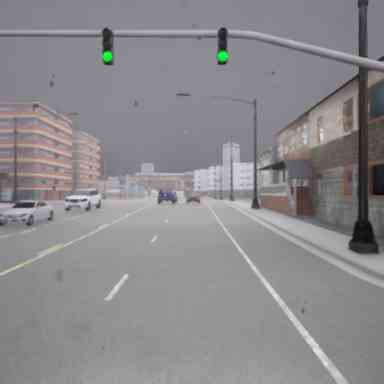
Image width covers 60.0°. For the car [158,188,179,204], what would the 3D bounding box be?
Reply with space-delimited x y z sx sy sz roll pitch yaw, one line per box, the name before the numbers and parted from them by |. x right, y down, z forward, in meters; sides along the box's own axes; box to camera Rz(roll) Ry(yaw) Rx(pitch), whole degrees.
car | -3.325 0.533 44.418 2.150 2.045 5.566 0 0 0

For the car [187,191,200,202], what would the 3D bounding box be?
car | 0.217 0.711 55.070 2.097 1.767 4.553 0 -1 0

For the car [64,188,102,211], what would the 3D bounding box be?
car | -10.413 0.695 32.229 2.150 2.045 5.566 0 1 1

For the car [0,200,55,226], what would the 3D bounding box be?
car | -10.508 1.270 21.515 1.812 1.442 4.674 0 1 0

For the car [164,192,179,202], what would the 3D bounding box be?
car | -3.283 0.851 55.111 2.128 1.511 4.902 0 -1 0

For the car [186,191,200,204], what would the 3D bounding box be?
car | 0.177 0.909 45.115 1.895 1.301 4.718 0 0 0
